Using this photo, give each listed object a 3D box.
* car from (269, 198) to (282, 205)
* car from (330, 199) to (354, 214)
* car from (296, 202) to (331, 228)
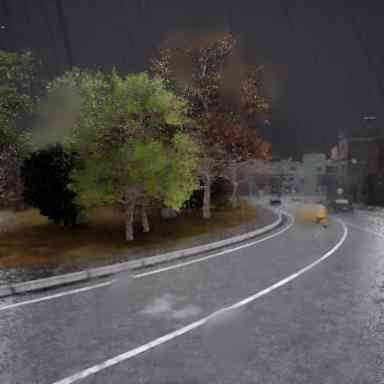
[{"bbox_3d":[15.859,1.781,63.211,1.895,1.301,4.718,-1,0,8],"label":"car"},{"bbox_3d":[15.652,1.510,35.446,1.882,1.535,5.008,-1,0,10],"label":"car"},{"bbox_3d":[8.388,1.586,23.194,1.882,1.535,5.008,-1,0,21],"label":"car"}]
